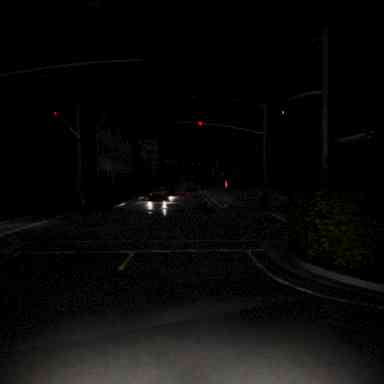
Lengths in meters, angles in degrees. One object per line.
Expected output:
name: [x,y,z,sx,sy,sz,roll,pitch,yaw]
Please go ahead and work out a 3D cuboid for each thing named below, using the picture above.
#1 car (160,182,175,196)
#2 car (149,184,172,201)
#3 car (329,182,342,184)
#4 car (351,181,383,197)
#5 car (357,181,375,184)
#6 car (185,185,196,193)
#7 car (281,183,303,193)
car: [-3.745,-0.492,48.863,2.150,2.045,5.566,-1,2,0]
car: [-3.720,0.147,37.792,1.882,1.535,5.008,-1,2,0]
car: [25.301,-1.045,59.514,2.152,1.636,5.027,-1,2,0]
car: [22.256,-0.468,42.123,1.932,1.855,4.605,-1,2,0]
car: [19.012,-0.181,34.242,1.905,1.878,3.866,-1,2,0]
car: [-0.177,-0.567,58.719,1.812,1.442,4.674,-1,2,0]
car: [15.263,-0.538,52.100,2.007,1.523,4.514,-1,2,0]
